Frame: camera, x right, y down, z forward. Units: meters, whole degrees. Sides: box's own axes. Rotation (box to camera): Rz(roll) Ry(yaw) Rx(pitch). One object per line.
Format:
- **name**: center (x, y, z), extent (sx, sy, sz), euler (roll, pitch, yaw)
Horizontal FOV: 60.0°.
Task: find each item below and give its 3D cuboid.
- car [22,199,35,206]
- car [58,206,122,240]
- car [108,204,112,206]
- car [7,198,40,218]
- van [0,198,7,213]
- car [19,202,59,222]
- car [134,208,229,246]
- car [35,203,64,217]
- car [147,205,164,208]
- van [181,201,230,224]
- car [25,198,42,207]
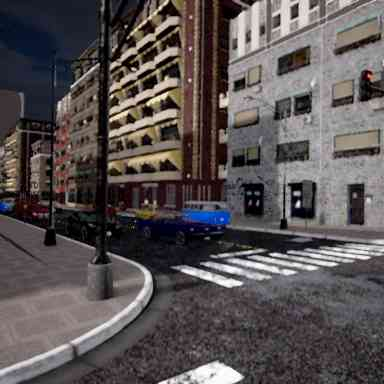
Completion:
- **car**: center (-36.067, 2.354, 73.214), extent (1.752, 1.417, 4.829), euler (1, -1, -36)
- **car**: center (-5.145, 1.583, 17.101), extent (1.947, 1.339, 4.313), euler (1, -1, -36)
- **car**: center (-9.818, 1.950, 37.073), extent (1.802, 1.307, 4.206), euler (1, -1, -36)
- **car**: center (-16.181, 1.522, 32.432), extent (2.192, 1.841, 5.009), euler (1, -1, -36)
- **van**: center (-22.744, 1.661, 41.415), extent (1.690, 1.788, 3.998), euler (1, -1, -36)
- **car**: center (-12.915, 1.733, 27.928), extent (1.802, 1.307, 4.206), euler (1, -1, -36)
- **car**: center (-0.674, 1.636, 15.560), extent (1.895, 1.301, 4.718), euler (1, -1, -36)
- **car**: center (-15.318, 1.874, 35.605), extent (1.895, 1.301, 4.718), euler (1, -1, -36)
- **car**: center (-3.292, 1.785, 28.276), extent (1.752, 1.417, 4.829), euler (1, -1, -36)
- **van**: center (0.827, 1.534, 22.726), extent (1.690, 1.788, 3.998), euler (1, -1, -36)
- **car**: center (-32.749, 2.082, 68.542), extent (2.192, 1.841, 5.009), euler (1, -1, -36)
